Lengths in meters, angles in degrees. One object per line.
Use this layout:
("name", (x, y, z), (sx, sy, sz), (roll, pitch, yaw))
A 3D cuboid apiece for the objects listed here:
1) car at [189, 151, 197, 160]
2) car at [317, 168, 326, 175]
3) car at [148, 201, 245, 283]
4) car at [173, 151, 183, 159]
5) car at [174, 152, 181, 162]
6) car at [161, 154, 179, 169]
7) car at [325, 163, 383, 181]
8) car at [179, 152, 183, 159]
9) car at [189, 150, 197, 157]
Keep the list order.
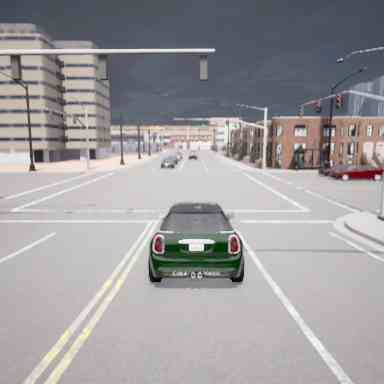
("car", (0.203, -8.080, 75.703), (1.895, 1.301, 4.718), (0, 8, 0))
("car", (16.416, -2.345, 35.652), (5.357, 1.411, 2.033), (0, 8, 0))
("car", (0.103, 1.011, 9.003), (2.097, 1.767, 4.553), (0, 4, 0))
("car", (-3.293, -8.577, 77.473), (2.097, 1.767, 4.553), (0, 8, 0))
("car", (-3.425, -5.655, 58.115), (1.882, 1.535, 5.008), (0, 8, 0))
("car", (-3.482, -4.290, 48.772), (2.128, 1.511, 4.902), (0, 8, 1))
("car", (16.067, -1.912, 32.172), (5.008, 1.535, 1.882), (0, 8, 0))
("car", (-3.331, -6.951, 67.416), (1.812, 1.442, 4.674), (0, 8, 1))
("car", (0.239, -10.281, 89.254), (2.097, 1.767, 4.553), (0, 8, 0))
